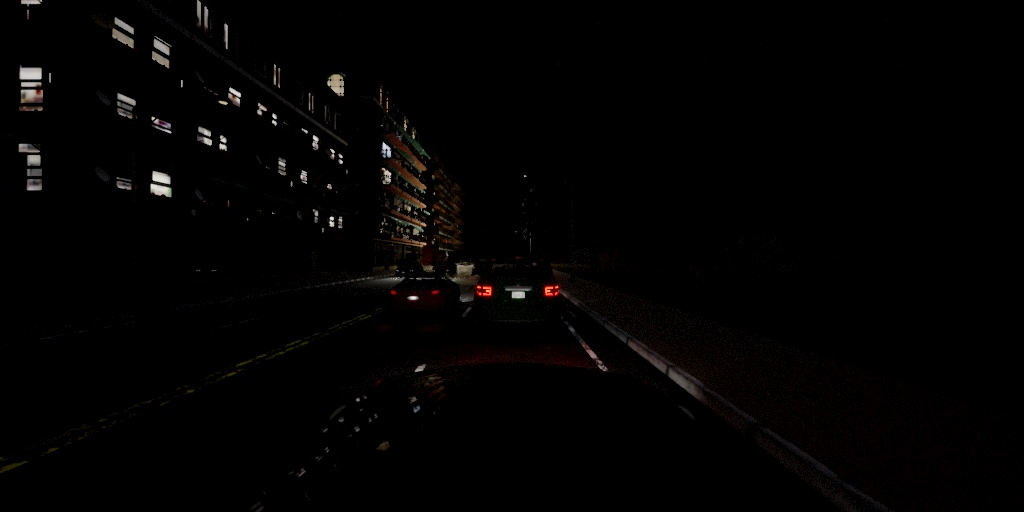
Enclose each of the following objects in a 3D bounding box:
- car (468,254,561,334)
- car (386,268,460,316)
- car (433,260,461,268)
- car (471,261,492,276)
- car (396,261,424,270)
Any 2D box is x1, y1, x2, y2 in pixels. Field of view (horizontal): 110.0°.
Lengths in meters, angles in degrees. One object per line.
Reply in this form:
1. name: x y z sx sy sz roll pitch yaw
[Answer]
1. car: 0.107 0.974 10.795 2.150 2.045 5.566 0 0 -1
2. car: -3.146 1.316 13.422 1.994 1.385 4.181 0 0 0
3. car: -6.584 1.233 35.343 1.882 1.535 5.008 0 0 0
4. car: -3.130 1.281 37.762 1.812 1.442 4.674 0 0 0
5. car: -9.834 1.260 34.832 1.837 1.490 4.892 0 0 0
